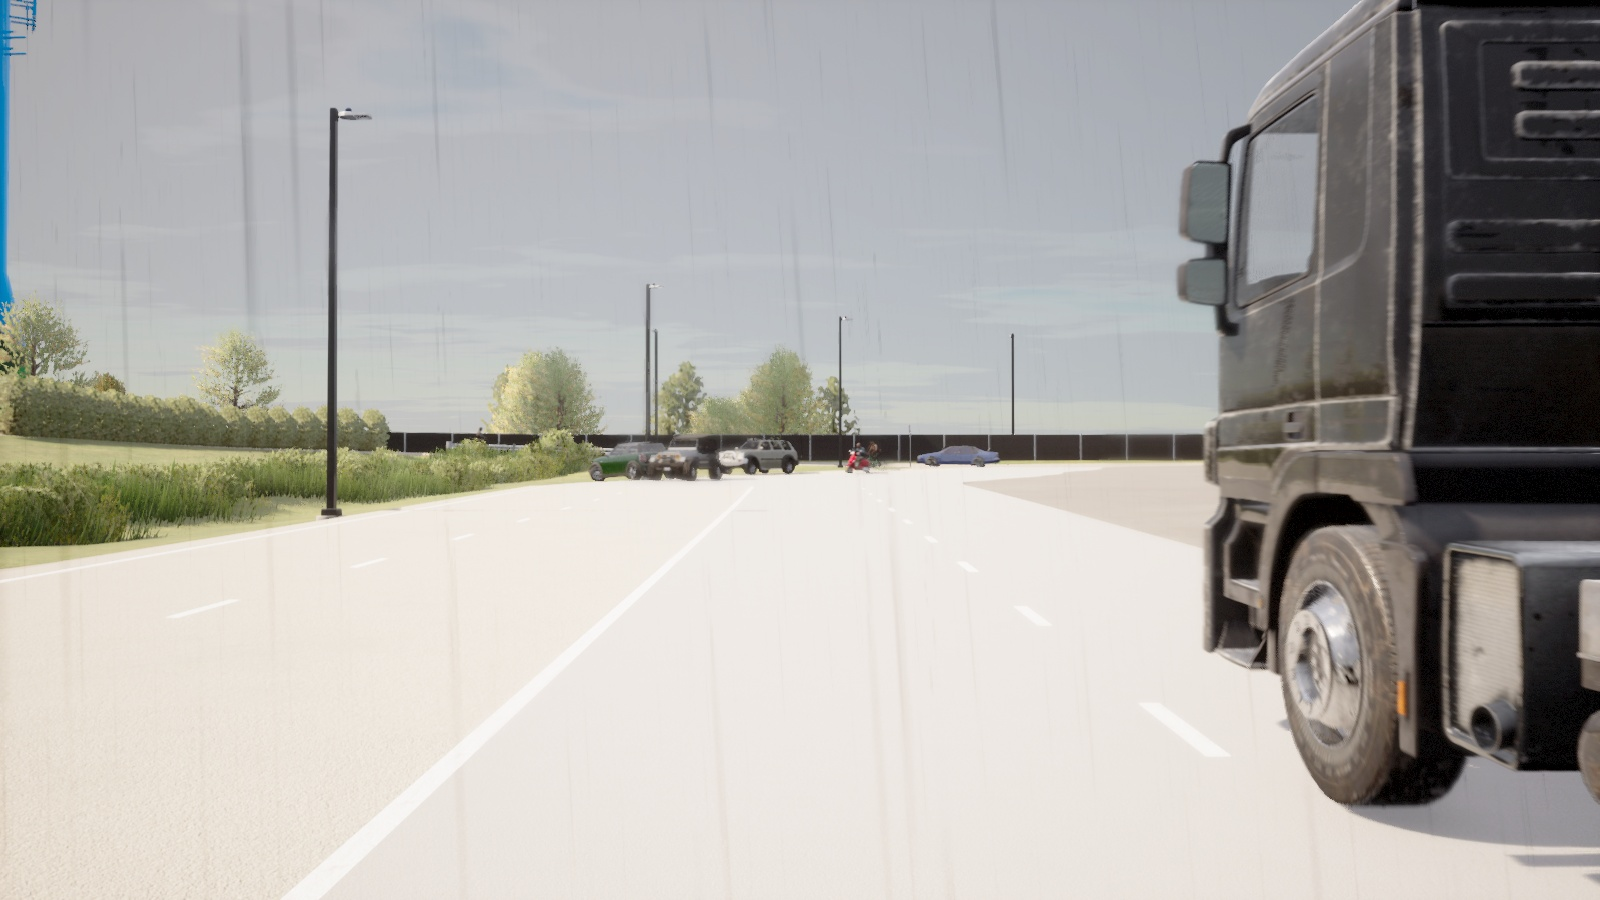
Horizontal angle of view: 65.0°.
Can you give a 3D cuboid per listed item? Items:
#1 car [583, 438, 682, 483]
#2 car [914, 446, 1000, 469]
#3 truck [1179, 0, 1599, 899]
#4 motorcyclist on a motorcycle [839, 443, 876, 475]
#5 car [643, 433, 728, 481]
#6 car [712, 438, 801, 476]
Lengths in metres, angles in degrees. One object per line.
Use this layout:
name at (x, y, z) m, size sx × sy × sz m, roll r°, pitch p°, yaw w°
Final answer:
car at (-7.499, 0.474, 55.852) m, size 2.097 × 1.767 × 4.553 m, roll -2°, pitch -1°, yaw -41°
car at (10.150, 0.460, 80.998) m, size 5.357 × 1.411 × 2.033 m, roll 0°, pitch -1°, yaw 12°
truck at (3.532, -0.249, 3.003) m, size 2.891 × 3.462 × 7.936 m, roll 0°, pitch 0°, yaw 0°
motorcyclist on a motorcycle at (2.942, 0.441, 64.126) m, size 0.866 × 1.590 × 1.817 m, roll 1°, pitch 1°, yaw 44°
car at (-4.636, 0.298, 51.245) m, size 1.905 × 1.878 × 3.866 m, roll 0°, pitch 0°, yaw 22°
car at (-2.159, 0.321, 63.572) m, size 1.932 × 1.855 × 4.605 m, roll 0°, pitch 0°, yaw 39°
